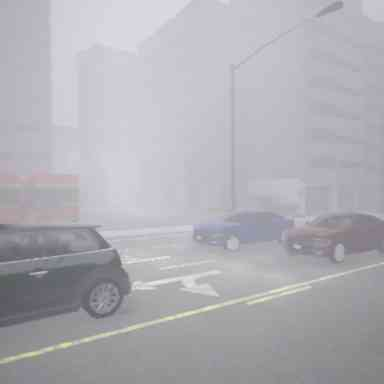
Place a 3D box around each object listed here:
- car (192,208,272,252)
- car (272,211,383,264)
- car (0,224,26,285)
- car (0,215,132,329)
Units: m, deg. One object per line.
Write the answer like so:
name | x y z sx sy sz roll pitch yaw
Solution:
car | 2.317 1.483 14.191 5.008 1.535 1.882 0 0 -35
car | 5.420 1.484 12.101 5.008 1.535 1.882 0 0 -35
car | -6.656 1.603 7.810 4.718 1.301 1.895 0 0 -35
car | -3.450 1.353 5.784 4.553 1.767 2.097 0 0 -36
